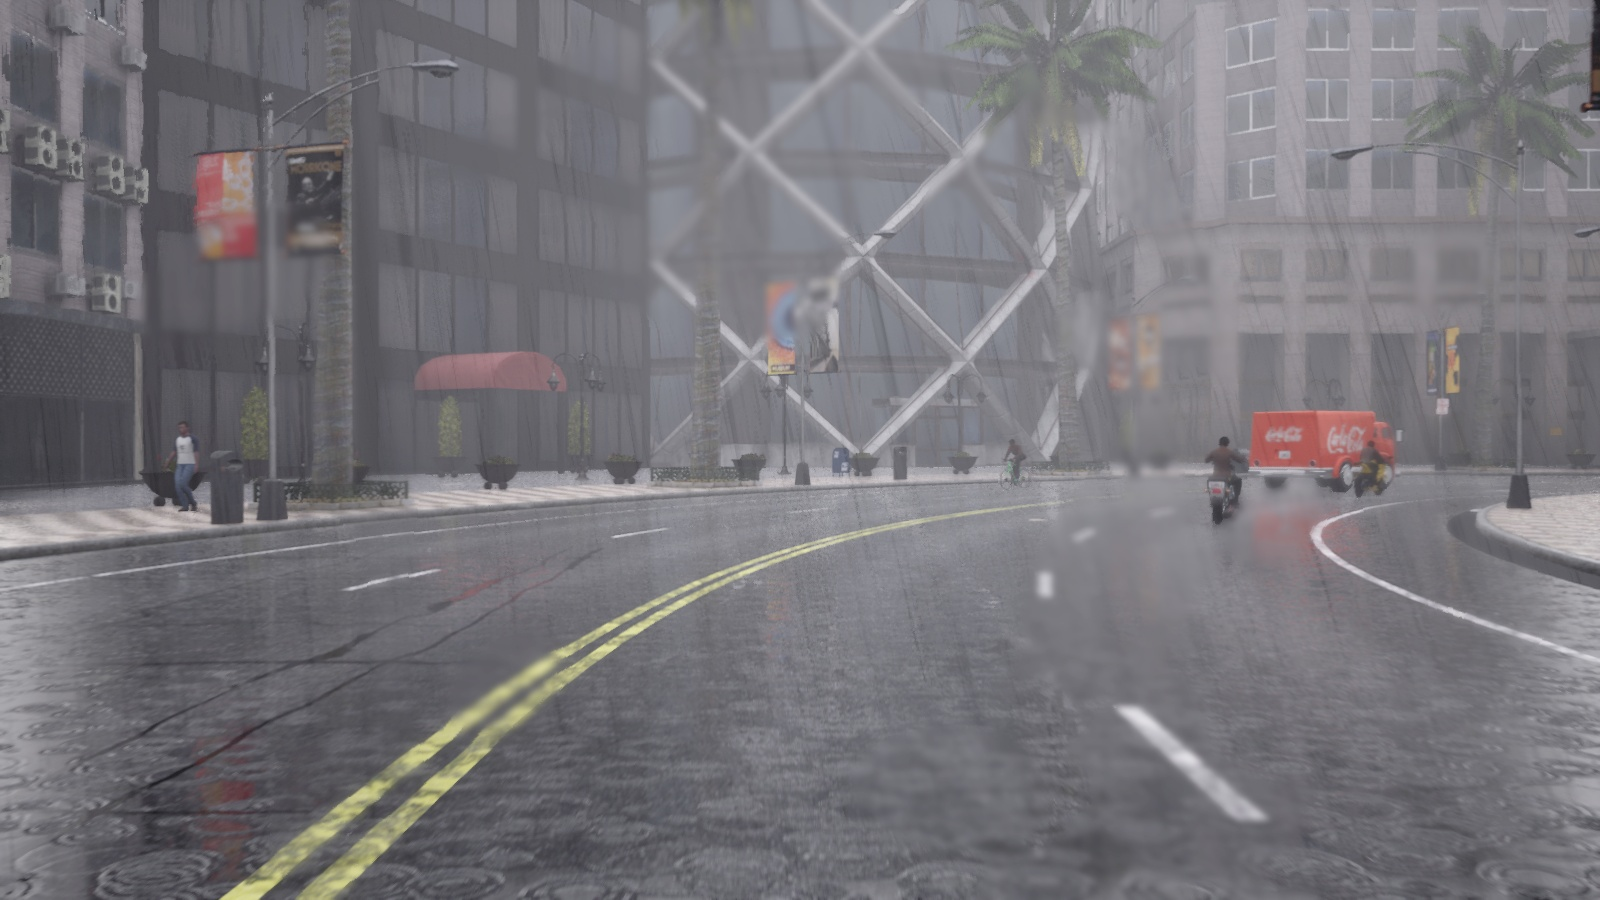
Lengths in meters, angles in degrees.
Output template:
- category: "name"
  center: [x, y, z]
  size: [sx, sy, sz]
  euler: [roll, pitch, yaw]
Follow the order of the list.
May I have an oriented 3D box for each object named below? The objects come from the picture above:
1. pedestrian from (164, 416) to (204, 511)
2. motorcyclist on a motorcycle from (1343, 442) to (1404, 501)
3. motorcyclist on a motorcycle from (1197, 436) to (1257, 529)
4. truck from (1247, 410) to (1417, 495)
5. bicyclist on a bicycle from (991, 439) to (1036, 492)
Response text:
- category: "pedestrian"
  center: [-12.001, 0.256, 24.483]
  size: [0.354, 1.836, 0.706]
  euler: [0, 0, 11]
- category: "motorcyclist on a motorcycle"
  center: [15.324, 0.552, 33.551]
  size: [2.044, 1.523, 0.797]
  euler: [0, 1, -45]
- category: "motorcyclist on a motorcycle"
  center: [7.981, 0.571, 23.430]
  size: [0.766, 1.649, 2.350]
  euler: [1, 0, 26]
- category: "truck"
  center: [16.593, 0.053, 39.104]
  size: [5.204, 2.467, 2.627]
  euler: [0, 0, -37]
- category: "bicyclist on a bicycle"
  center: [6.771, 0.481, 39.779]
  size: [0.582, 1.620, 1.656]
  euler: [1, 1, 44]
